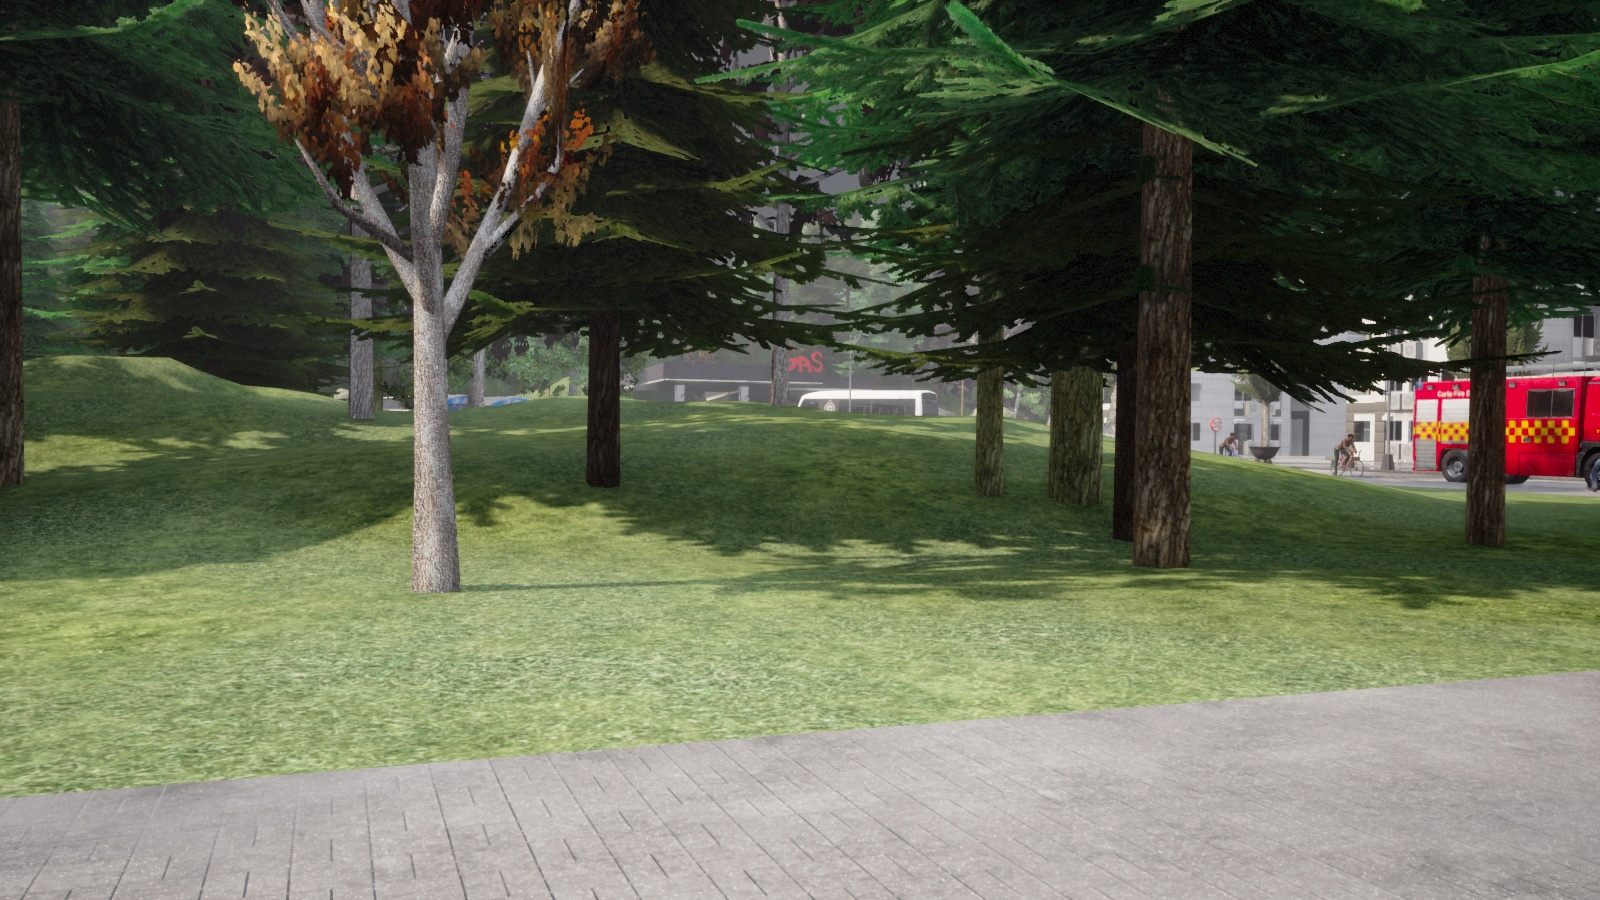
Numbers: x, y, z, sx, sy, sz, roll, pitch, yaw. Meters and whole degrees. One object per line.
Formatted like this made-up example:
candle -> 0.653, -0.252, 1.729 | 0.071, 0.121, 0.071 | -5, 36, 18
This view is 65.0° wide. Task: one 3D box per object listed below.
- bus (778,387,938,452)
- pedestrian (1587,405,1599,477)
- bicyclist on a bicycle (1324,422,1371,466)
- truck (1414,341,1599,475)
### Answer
bus -> 3.913, -2.027, 86.268 | 10.273, 4.253, 3.944 | 0, 1, 29
pedestrian -> 20.445, -0.233, 31.919 | 0.354, 1.836, 0.706 | -1, 1, -17
bicyclist on a bicycle -> 20.321, -0.227, 46.636 | 0.582, 1.620, 1.656 | -1, 1, -20
truck -> 23.339, -1.245, 38.456 | 2.891, 3.827, 8.468 | -1, 1, -20
